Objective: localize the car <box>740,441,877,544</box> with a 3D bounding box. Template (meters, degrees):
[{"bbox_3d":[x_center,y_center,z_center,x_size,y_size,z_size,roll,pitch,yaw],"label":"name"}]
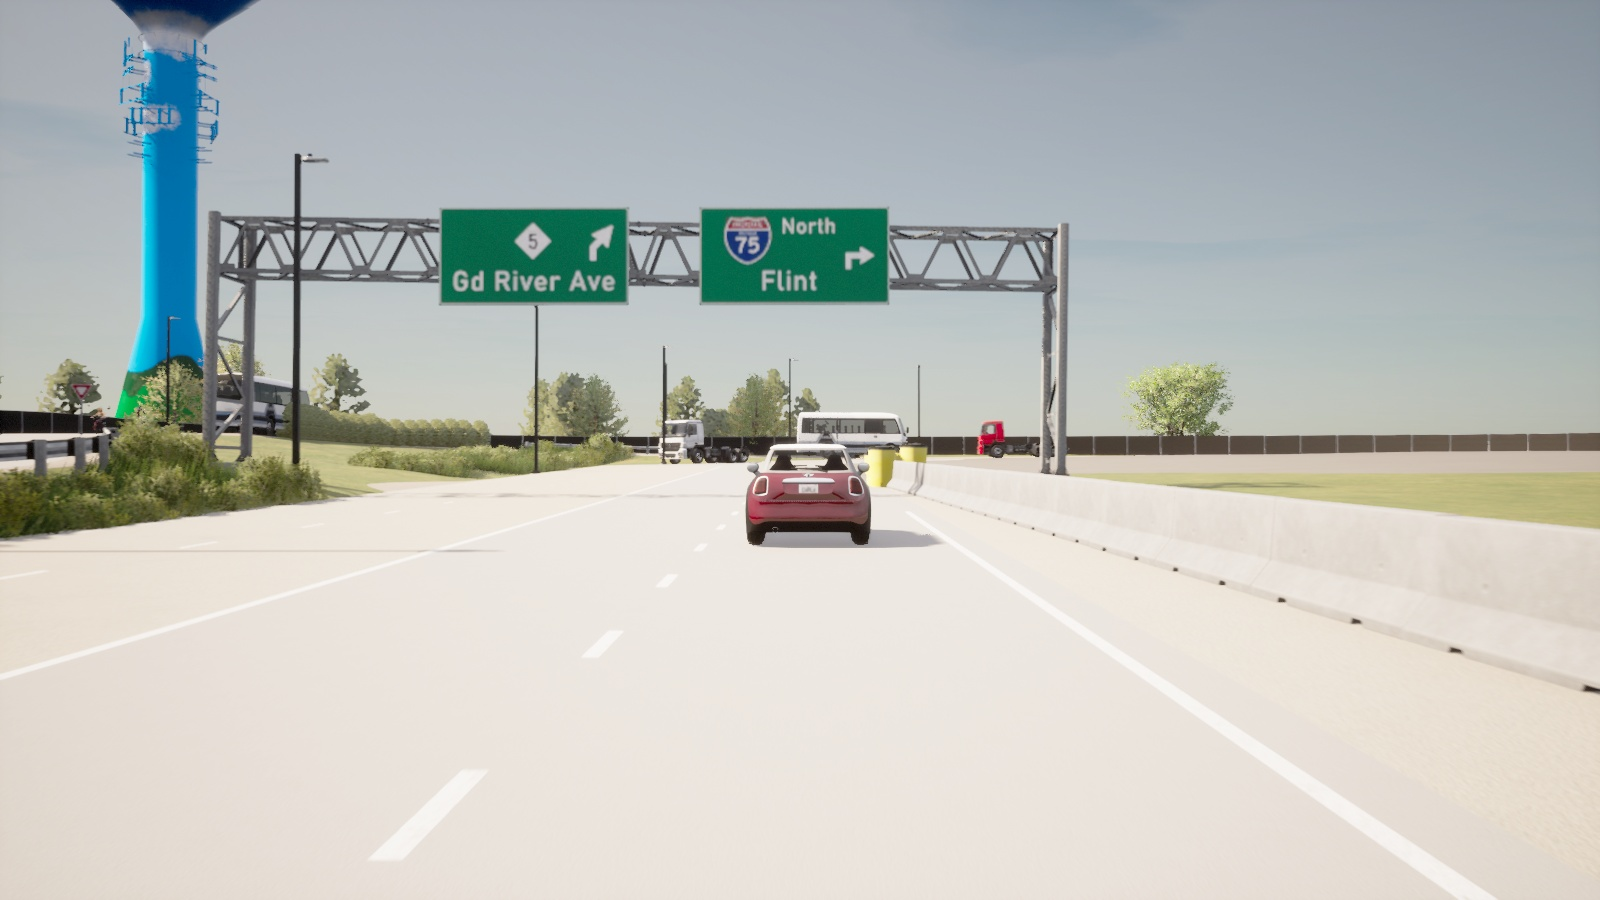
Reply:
[{"bbox_3d":[0.130,0.598,19.908,1.970,1.475,3.806,0,0,0],"label":"car"}]

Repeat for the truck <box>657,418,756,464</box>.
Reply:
[{"bbox_3d":[-7.178,-0.674,97.264,2.891,3.462,7.936,-1,0,40],"label":"truck"}]
